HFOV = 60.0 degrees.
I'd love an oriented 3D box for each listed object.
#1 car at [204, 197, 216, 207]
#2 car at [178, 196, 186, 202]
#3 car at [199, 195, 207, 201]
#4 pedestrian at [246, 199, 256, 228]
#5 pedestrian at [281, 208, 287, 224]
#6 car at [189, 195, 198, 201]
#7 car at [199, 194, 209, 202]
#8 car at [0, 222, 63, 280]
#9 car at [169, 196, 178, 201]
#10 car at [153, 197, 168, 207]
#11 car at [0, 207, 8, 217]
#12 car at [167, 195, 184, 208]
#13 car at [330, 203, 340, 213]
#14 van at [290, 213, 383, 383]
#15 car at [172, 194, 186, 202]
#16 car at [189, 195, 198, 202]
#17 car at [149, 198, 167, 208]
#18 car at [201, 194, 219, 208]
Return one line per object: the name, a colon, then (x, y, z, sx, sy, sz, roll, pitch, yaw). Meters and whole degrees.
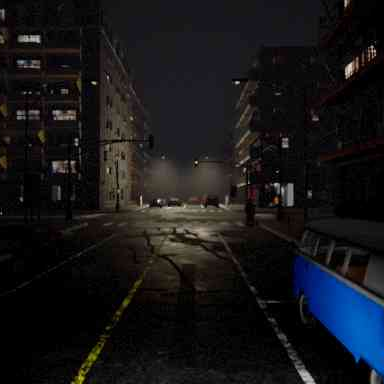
car: (2.824, 1.569, 53.787, 1.752, 1.417, 4.829, 1, 0, 0)
car: (-2.386, 1.662, 80.169, 1.994, 1.385, 4.181, 0, 0, 0)
car: (2.973, 1.600, 86.980, 1.967, 1.590, 4.097, 1, 0, 0)
pedestrian: (3.636, 1.309, 21.076, 0.375, 1.860, 0.375, 1, -1, 0)
pedestrian: (6.038, 1.534, 21.660, 0.500, 1.100, 0.500, 1, -1, 0)
car: (0.401, 1.522, 88.078, 2.128, 1.511, 4.902, 0, 0, 0)
car: (2.950, 1.443, 81.416, 2.192, 1.841, 5.009, 1, 0, 0)
car: (-5.257, 1.588, 9.968, 1.802, 1.307, 4.206, 1, 0, 0)
car: (-4.908, 1.710, 86.980, 2.008, 1.369, 4.403, 1, 0, 0)
car: (-5.057, 1.609, 53.609, 1.947, 1.339, 4.313, 1, 0, 0)
car: (-19.565, 1.651, 30.424, 4.718, 1.301, 1.895, 0, -1, 0)
car: (-2.613, 1.603, 49.997, 1.994, 1.385, 4.181, 0, 0, 0)
car: (13.868, 1.452, 27.726, 4.403, 1.369, 2.008, 0, -1, 0)
van: (2.569, 1.343, 4.346, 1.690, 1.788, 3.998, 1, 0, 0)
car: (-2.491, 1.571, 65.286, 1.837, 1.490, 4.892, 0, 0, 1)
car: (0.353, 1.579, 77.653, 1.882, 1.535, 5.008, 0, 0, 0)
car: (-5.083, 1.603, 48.048, 1.947, 1.339, 4.313, 1, 0, 0)
car: (2.802, 1.352, 48.058, 2.192, 1.841, 5.009, 1, 0, 0)
